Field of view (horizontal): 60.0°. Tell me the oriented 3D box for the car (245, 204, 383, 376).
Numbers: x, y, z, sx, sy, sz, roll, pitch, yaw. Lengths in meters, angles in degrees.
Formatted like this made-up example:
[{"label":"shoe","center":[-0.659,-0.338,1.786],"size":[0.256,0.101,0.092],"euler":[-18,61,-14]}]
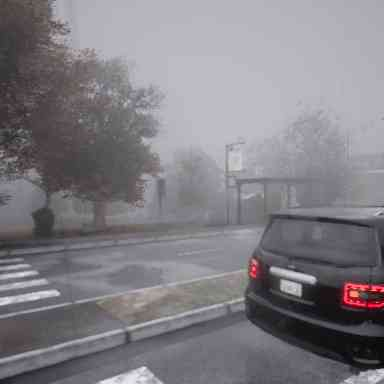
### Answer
[{"label":"car","center":[3.360,1.223,5.523],"size":[5.566,2.045,2.150],"euler":[0,0,-36]}]
